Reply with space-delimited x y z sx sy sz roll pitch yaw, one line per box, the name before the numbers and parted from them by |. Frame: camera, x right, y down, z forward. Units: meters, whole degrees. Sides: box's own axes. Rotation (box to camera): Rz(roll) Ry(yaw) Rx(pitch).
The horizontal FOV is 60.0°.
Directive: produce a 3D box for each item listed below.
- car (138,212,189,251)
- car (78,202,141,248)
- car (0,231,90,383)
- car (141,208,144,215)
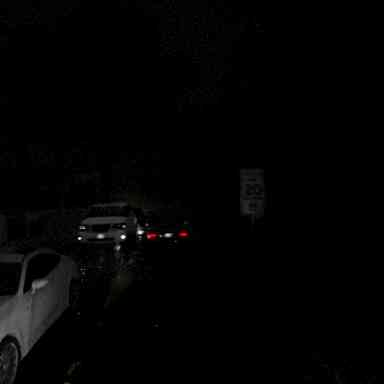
car | -1.157 1.781 15.435 2.033 1.411 5.357 -2 -1 -5
car | -4.072 1.562 16.779 2.150 2.045 5.566 -2 -1 -4
car | -3.140 1.682 5.290 1.812 1.442 4.674 -2 -1 -5
car | -4.971 2.060 28.156 1.837 1.490 4.892 -2 -1 -4
